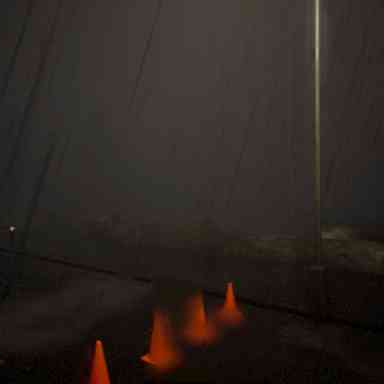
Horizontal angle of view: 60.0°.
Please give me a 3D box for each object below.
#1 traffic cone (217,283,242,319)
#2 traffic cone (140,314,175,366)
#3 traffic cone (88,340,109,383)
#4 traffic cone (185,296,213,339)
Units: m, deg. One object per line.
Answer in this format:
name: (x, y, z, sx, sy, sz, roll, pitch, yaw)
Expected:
traffic cone: (0.701, 1.982, 6.168, 0.340, 0.580, 0.340, 0, 0, 36)
traffic cone: (-0.466, 1.973, 4.544, 0.340, 0.580, 0.340, 0, 0, 36)
traffic cone: (-1.049, 1.968, 3.731, 0.340, 0.580, 0.340, 0, 0, 36)
traffic cone: (0.118, 1.977, 5.356, 0.340, 0.580, 0.340, 0, 0, 36)
